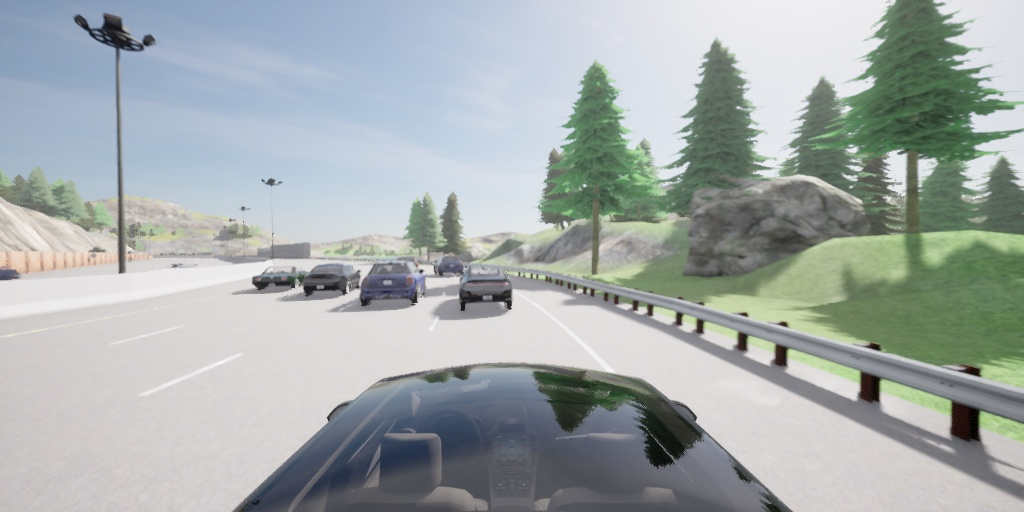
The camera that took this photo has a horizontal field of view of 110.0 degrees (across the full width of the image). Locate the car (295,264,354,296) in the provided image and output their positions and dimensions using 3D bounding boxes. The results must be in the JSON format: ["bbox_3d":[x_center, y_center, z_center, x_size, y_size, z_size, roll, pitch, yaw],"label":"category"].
[{"bbox_3d":[-8.989,1.116,18.296,1.837,1.490,4.892,0,1,-12],"label":"car"}]

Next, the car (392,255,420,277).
[{"bbox_3d":[-9.544,0.793,32.110,2.097,1.767,4.553,-1,1,-20],"label":"car"}]

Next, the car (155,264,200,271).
[{"bbox_3d":[-27.207,1.278,29.456,1.895,1.301,4.718,-1,1,-25],"label":"car"}]

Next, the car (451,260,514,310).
[{"bbox_3d":[-1.099,1.097,13.841,2.128,1.511,4.902,-1,1,-8],"label":"car"}]

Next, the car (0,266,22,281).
[{"bbox_3d":[-36.571,1.311,24.627,1.994,1.385,4.181,-1,1,-24],"label":"car"}]

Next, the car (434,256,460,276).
[{"bbox_3d":[-5.633,0.770,31.581,2.097,1.767,4.553,-1,1,-19],"label":"car"}]

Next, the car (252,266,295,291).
[{"bbox_3d":[-13.157,1.211,20.960,1.895,1.301,4.718,-1,1,-15],"label":"car"}]

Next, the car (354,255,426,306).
[{"bbox_3d":[-4.870,0.970,15.227,2.097,1.767,4.553,-1,1,-9],"label":"car"}]
